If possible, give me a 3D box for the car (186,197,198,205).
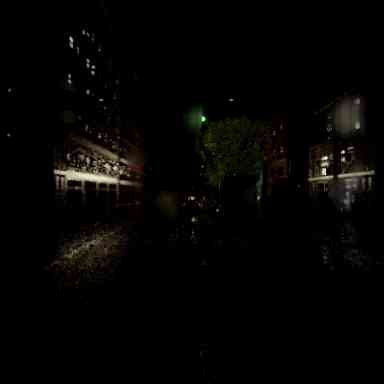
[{"bbox_3d":[0.012,1.703,63.547,2.128,1.511,4.902,0,0,0],"label":"car"}]

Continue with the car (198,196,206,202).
[{"bbox_3d":[2.705,1.880,89.021,2.008,1.369,4.403,0,0,0],"label":"car"}]

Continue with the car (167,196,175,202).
[{"bbox_3d":[-5.675,1.873,89.025,1.887,1.381,4.507,0,0,0],"label":"car"}]

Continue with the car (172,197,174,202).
[{"bbox_3d":[-5.677,1.826,83.158,1.752,1.417,4.829,0,0,0],"label":"car"}]

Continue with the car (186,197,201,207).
[{"bbox_3d":[0.011,1.733,53.540,1.994,1.385,4.181,0,0,0],"label":"car"}]

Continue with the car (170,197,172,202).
[{"bbox_3d":[-5.679,1.774,66.237,2.008,1.369,4.403,0,0,0],"label":"car"}]

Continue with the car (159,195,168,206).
[{"bbox_3d":[-5.682,1.489,54.845,2.192,1.841,5.009,0,0,0],"label":"car"}]

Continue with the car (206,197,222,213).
[{"bbox_3d":[2.695,1.532,32.054,1.967,1.590,4.097,0,0,0],"label":"car"}]

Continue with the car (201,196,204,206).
[{"bbox_3d":[2.699,1.725,54.841,2.008,1.369,4.403,0,0,0],"label":"car"}]

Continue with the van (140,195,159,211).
[{"bbox_3d":[-5.684,1.472,43.451,1.690,1.788,3.998,0,0,0],"label":"van"}]

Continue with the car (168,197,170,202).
[{"bbox_3d":[-5.680,1.764,60.541,1.947,1.339,4.313,0,0,0],"label":"car"}]

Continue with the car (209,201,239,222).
[{"bbox_3d":[2.694,1.624,26.357,2.008,1.369,4.403,0,0,0],"label":"car"}]

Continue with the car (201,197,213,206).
[{"bbox_3d":[2.700,1.638,60.538,1.967,1.590,4.097,0,0,0],"label":"car"}]

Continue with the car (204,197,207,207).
[{"bbox_3d":[2.696,1.551,37.750,1.967,1.590,4.097,0,0,0],"label":"car"}]

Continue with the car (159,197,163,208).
[{"bbox_3d":[-5.682,1.734,49.147,1.802,1.307,4.206,0,0,0],"label":"car"}]
